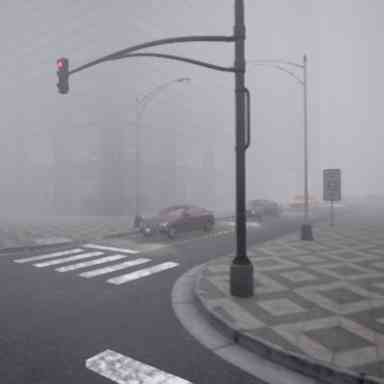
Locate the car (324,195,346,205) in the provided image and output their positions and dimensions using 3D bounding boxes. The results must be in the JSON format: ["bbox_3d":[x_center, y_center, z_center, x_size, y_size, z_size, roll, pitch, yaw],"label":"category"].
[{"bbox_3d":[18.773,0.894,43.566,1.994,1.385,4.181,-1,0,36],"label":"car"}]

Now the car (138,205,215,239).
[{"bbox_3d":[-0.600,1.393,16.713,1.812,1.442,4.674,-1,1,36],"label":"car"}]

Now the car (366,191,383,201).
[{"bbox_3d":[28.218,0.646,51.372,1.812,1.442,4.674,-1,0,36],"label":"car"}]

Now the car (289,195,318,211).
[{"bbox_3d":[11.037,1.014,32.906,1.882,1.535,5.008,-1,1,35],"label":"car"}]

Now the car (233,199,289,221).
[{"bbox_3d":[5.033,1.252,24.561,2.033,1.411,5.357,-1,1,36],"label":"car"}]
